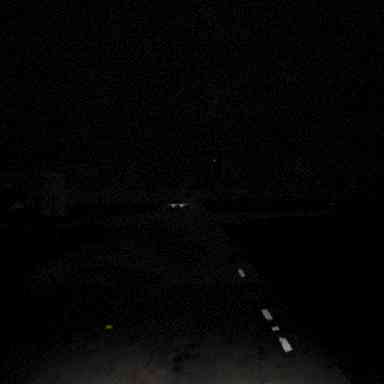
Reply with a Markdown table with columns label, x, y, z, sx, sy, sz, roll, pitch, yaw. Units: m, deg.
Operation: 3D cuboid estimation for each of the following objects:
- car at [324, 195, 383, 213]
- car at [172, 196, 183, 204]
| label | x | y | z | sx | sy | sz | roll | pitch | yaw |
| --- | --- | --- | --- | --- | --- | --- | --- | --- | --- |
| car | 13.856 | 0.952 | 27.463 | 5.357 | 1.411 | 2.033 | -2 | 0 | 0 |
| car | -2.781 | 1.501 | 64.688 | 1.882 | 1.535 | 5.008 | 0 | 0 | 0 |
